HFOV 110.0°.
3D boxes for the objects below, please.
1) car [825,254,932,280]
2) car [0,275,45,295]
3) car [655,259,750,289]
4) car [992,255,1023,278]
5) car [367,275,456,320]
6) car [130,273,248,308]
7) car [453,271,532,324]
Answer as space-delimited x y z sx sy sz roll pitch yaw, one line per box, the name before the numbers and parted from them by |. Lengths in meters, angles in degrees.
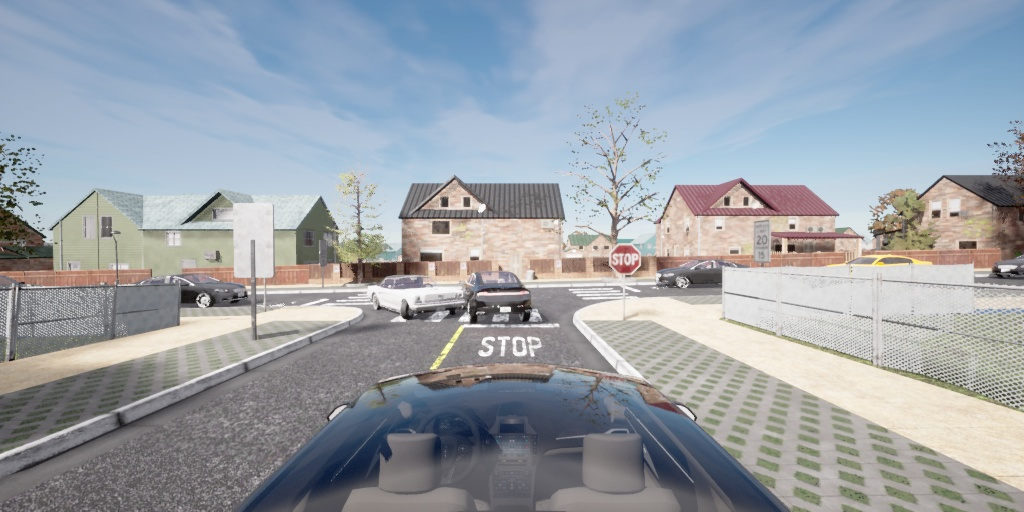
car | 19.768 0.690 19.538 5.008 1.535 1.882 -1 1 -1
car | -24.234 1.648 16.425 4.553 1.767 2.097 -1 1 0
car | 10.337 0.925 19.505 4.902 1.511 2.128 -1 1 0
car | 29.392 0.477 19.571 4.902 1.511 2.128 -1 1 0
car | -3.598 1.367 12.962 1.895 1.301 4.718 0 0 -38
car | -14.897 1.566 16.462 4.902 1.511 2.128 -1 1 0
car | -0.681 1.242 12.101 2.128 1.511 4.902 0 0 -12
